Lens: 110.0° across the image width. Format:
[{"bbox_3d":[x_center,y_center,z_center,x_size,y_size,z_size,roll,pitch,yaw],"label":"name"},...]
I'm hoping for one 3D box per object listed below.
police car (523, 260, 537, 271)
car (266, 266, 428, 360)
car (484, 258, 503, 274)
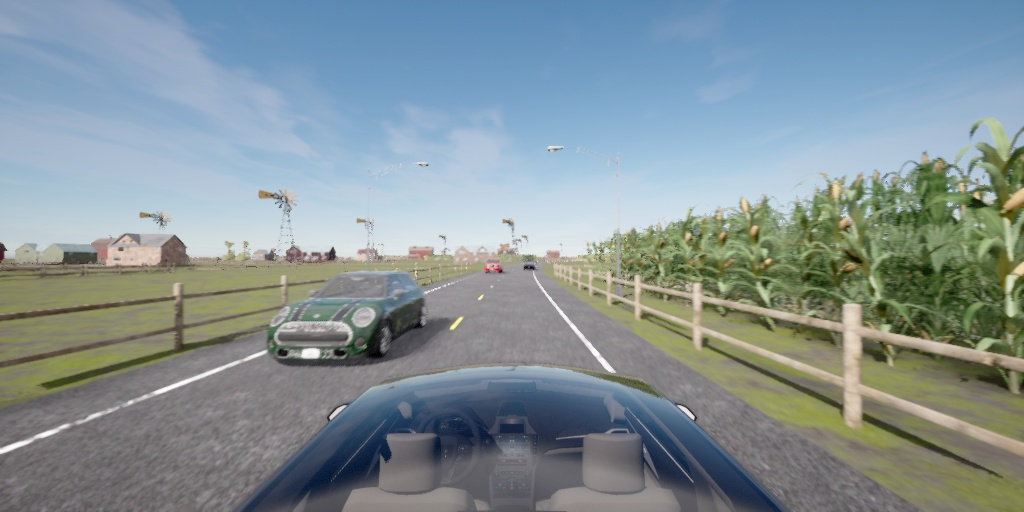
[{"bbox_3d":[2.859,1.612,60.079,1.930,1.638,5.238,0,0,4],"label":"police car"},{"bbox_3d":[-3.542,1.153,8.612,2.097,1.767,4.553,0,0,1],"label":"car"},{"bbox_3d":[-2.407,1.321,48.281,2.150,2.045,5.566,0,0,3],"label":"car"}]
